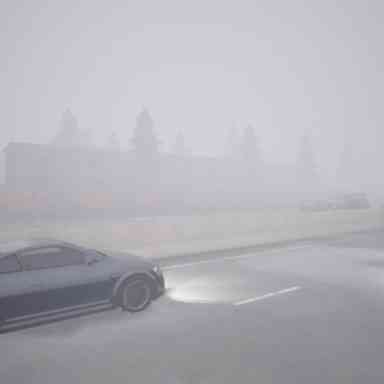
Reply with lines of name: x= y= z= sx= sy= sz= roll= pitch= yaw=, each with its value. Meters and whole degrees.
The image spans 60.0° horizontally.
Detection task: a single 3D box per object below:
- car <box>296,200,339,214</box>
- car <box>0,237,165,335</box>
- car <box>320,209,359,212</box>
car: x=13.218 y=1.543 z=34.909 sx=4.718 sy=1.301 sz=1.895 roll=0 pitch=0 yaw=-35
car: x=-2.595 y=1.561 z=6.195 sx=4.181 sy=1.385 sz=1.994 roll=0 pitch=0 yaw=-36
car: x=14.614 y=1.163 z=31.611 sx=5.566 sy=2.045 sz=2.150 roll=0 pitch=0 yaw=-35
